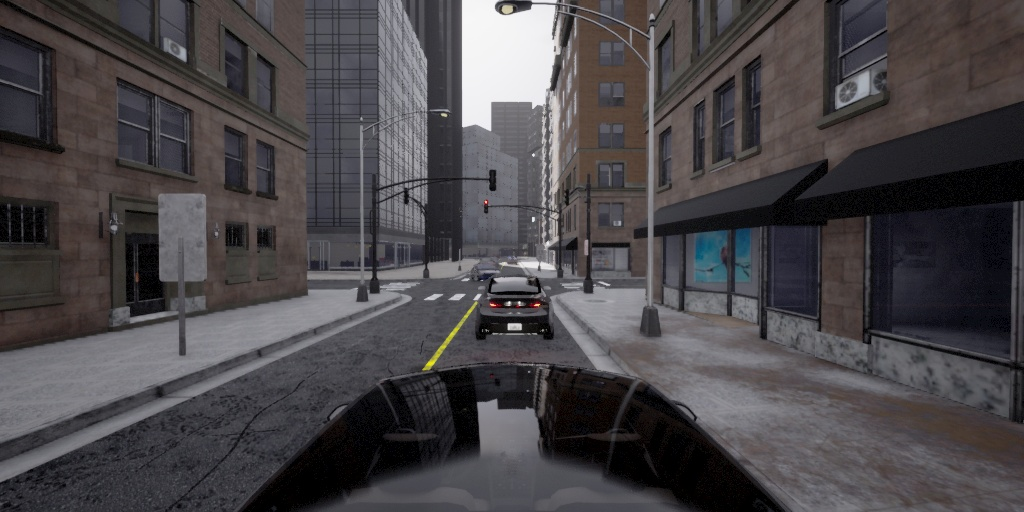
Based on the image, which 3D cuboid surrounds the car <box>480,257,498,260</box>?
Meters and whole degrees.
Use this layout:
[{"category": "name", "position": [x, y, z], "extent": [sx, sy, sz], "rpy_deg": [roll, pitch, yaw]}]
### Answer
[{"category": "car", "position": [-3.145, 0.987, 42.963], "extent": [2.097, 1.767, 4.553], "rpy_deg": [0, 0, 0]}]

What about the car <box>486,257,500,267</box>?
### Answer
[{"category": "car", "position": [-3.147, 0.947, 60.028], "extent": [2.128, 1.511, 4.902], "rpy_deg": [0, 1, 0]}]

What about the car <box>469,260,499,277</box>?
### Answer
[{"category": "car", "position": [-2.264, 1.266, 28.942], "extent": [2.033, 1.411, 5.357], "rpy_deg": [0, 0, -15]}]

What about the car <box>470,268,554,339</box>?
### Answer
[{"category": "car", "position": [0.070, 1.252, 10.009], "extent": [1.837, 1.490, 4.892], "rpy_deg": [0, 0, 0]}]
